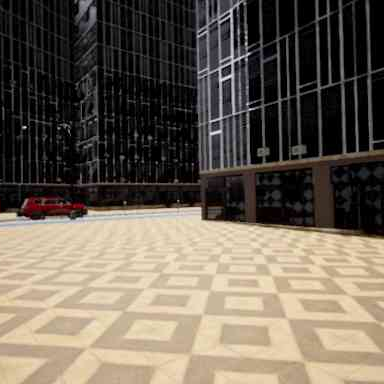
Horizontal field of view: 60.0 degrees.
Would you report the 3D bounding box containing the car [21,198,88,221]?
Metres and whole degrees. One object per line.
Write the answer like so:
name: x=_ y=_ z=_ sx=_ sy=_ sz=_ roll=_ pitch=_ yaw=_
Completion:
car: x=-11.115 y=1.378 z=27.000 sx=5.009 sy=1.841 sz=2.192 roll=0 pitch=-1 yaw=-36
